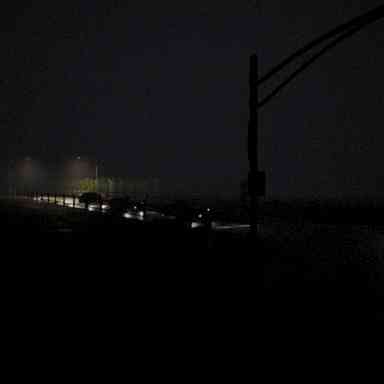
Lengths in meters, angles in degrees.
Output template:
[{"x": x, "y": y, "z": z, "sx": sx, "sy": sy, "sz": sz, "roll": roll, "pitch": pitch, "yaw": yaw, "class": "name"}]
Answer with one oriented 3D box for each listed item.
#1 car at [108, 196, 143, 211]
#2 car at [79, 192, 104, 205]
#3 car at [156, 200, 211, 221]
[{"x": -6.411, "y": 1.061, "z": 32.060, "sx": 1.895, "sy": 1.301, "sz": 4.718, "roll": 0, "pitch": 1, "yaw": -35, "class": "car"}, {"x": -12.335, "y": 0.778, "z": 40.530, "sx": 1.837, "sy": 1.490, "sz": 4.892, "roll": 0, "pitch": 1, "yaw": -35, "class": "car"}, {"x": -0.705, "y": 1.240, "z": 23.915, "sx": 1.895, "sy": 1.301, "sz": 4.718, "roll": 0, "pitch": 1, "yaw": -35, "class": "car"}]
